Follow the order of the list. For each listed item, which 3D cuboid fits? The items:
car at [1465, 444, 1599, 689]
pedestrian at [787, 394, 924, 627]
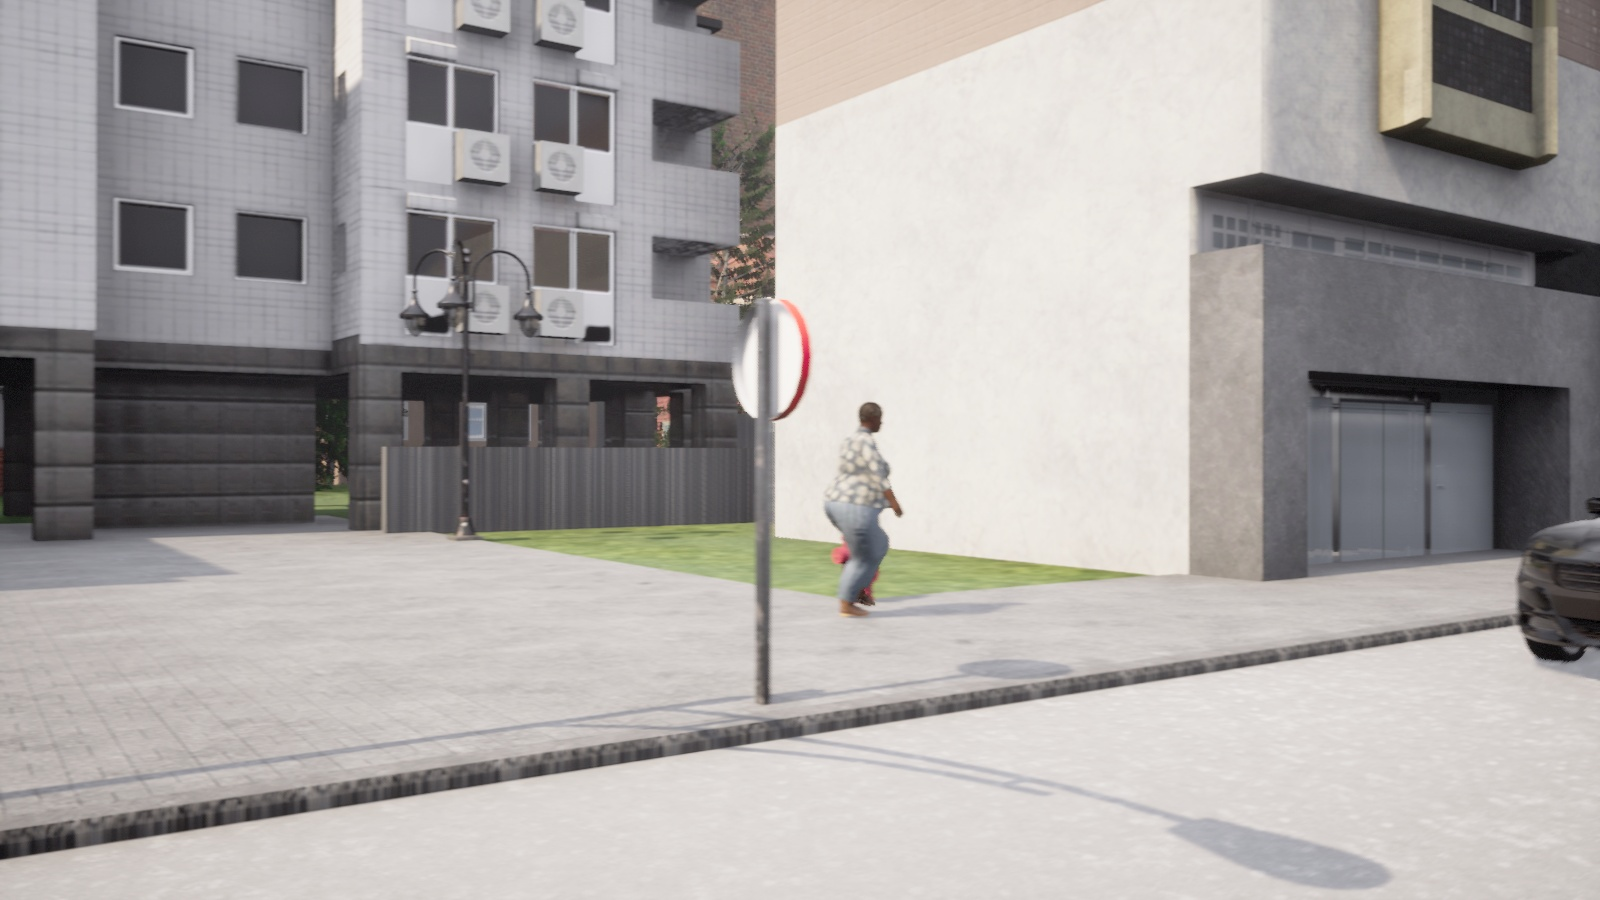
[{"bbox_3d":[7.137,0.730,9.237,5.008,1.535,1.882,0,0,-35],"label":"car"},{"bbox_3d":[0.448,0.479,10.544,0.900,1.855,0.874,0,0,-17],"label":"pedestrian"}]
